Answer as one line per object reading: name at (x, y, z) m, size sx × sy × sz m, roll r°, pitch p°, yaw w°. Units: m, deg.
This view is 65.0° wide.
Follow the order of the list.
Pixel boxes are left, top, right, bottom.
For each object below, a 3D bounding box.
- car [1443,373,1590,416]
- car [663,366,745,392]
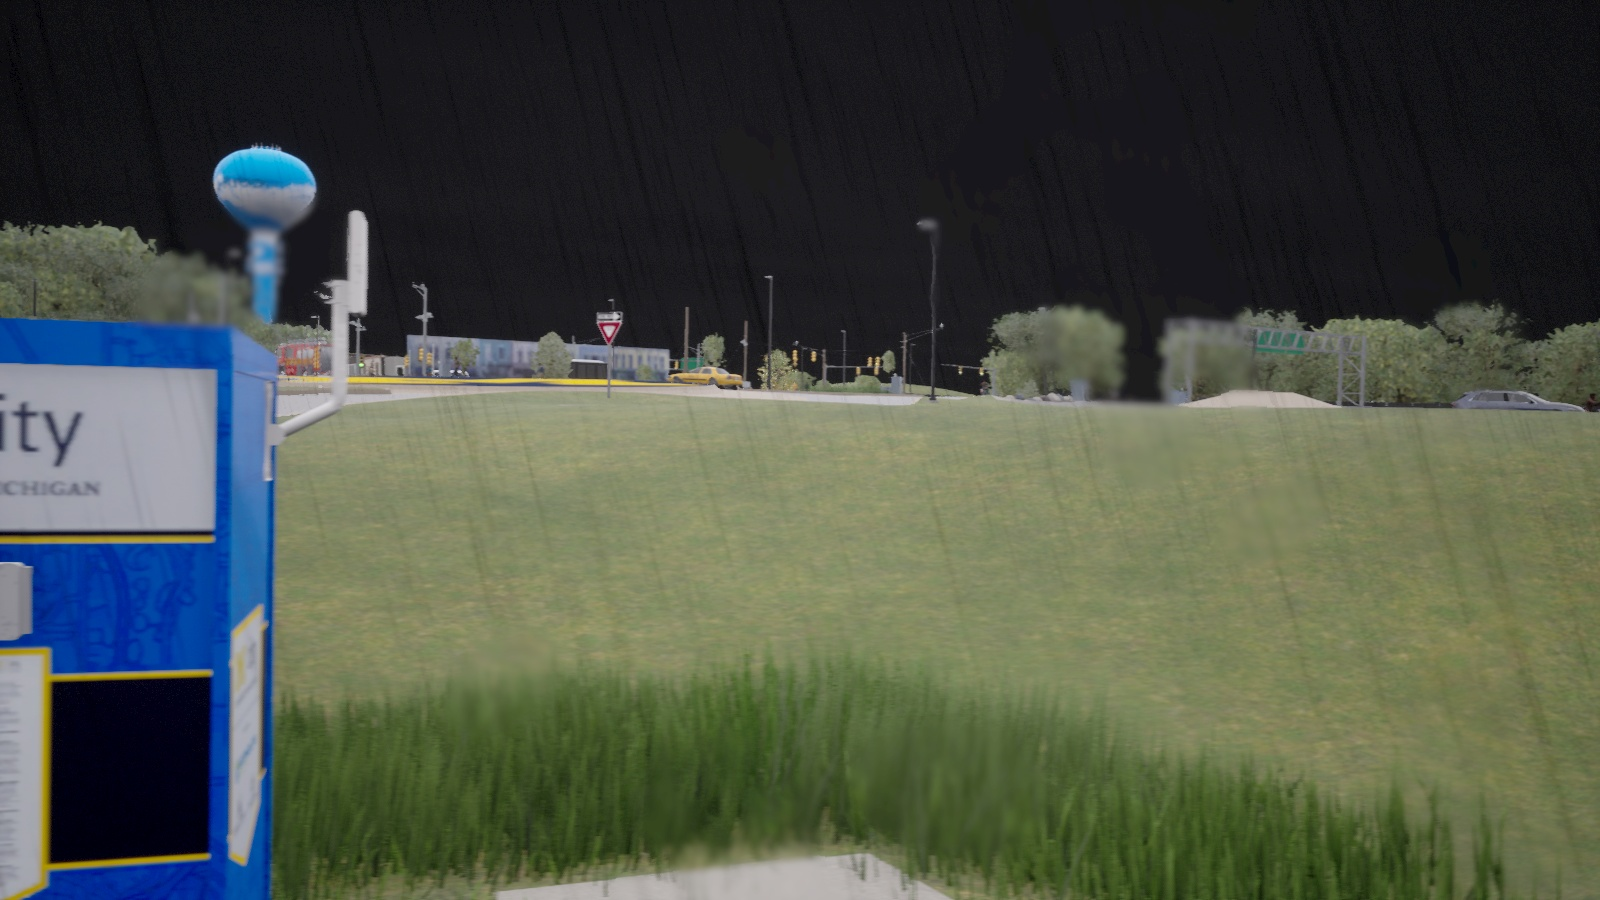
car at (28.836, -2.222, 50.643) m, size 4.856 × 1.649 × 2.033 m, roll 1°, pitch 3°, yaw 40°
car at (-6.393, -4.722, 83.390) m, size 5.366 × 1.575 × 1.801 m, roll 3°, pitch 2°, yaw 30°
